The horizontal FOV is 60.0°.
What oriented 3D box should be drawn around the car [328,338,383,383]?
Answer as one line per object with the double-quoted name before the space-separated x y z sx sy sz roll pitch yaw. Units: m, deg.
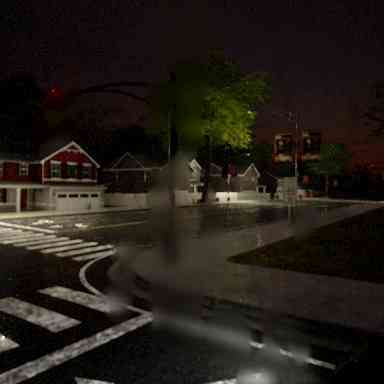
"car" 3.141 1.507 1.440 4.892 1.490 1.837 0 0 36
